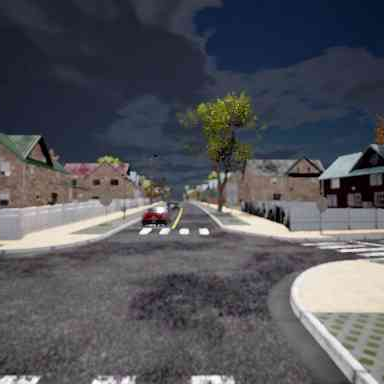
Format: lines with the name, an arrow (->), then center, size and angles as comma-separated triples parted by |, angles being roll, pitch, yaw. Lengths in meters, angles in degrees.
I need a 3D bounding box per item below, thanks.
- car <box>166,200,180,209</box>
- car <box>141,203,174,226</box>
car -> -3.001, 1.962, 52.649 | 2.128, 1.511, 4.902 | 0, -1, -1
car -> -2.642, 1.778, 25.329 | 1.895, 1.301, 4.718 | 0, 0, 0
